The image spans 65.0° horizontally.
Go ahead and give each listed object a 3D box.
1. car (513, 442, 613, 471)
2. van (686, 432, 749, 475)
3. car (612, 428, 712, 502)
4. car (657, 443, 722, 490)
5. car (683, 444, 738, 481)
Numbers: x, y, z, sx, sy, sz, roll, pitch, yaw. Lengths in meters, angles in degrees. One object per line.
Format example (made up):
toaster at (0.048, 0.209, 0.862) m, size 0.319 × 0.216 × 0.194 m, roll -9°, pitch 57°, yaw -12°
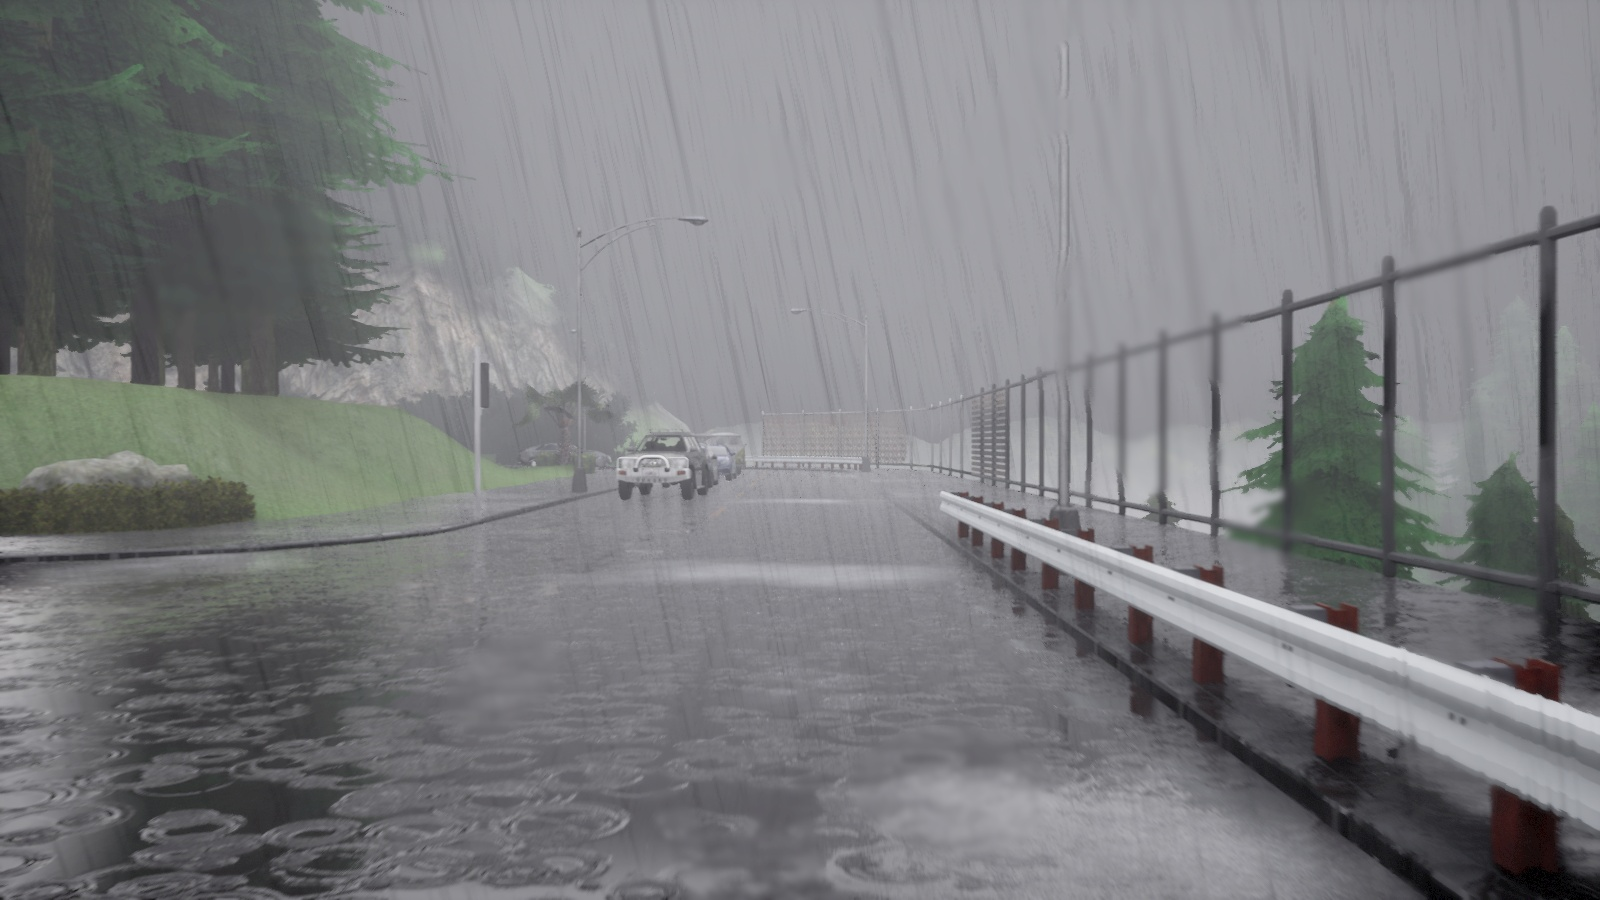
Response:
car at (-12.517, 0.312, 66.622) m, size 4.902 × 1.511 × 2.128 m, roll 0°, pitch 0°, yaw 1°
van at (-4.037, 0.150, 60.607) m, size 1.775 × 1.987 × 4.442 m, roll 0°, pitch 0°, yaw -21°
car at (-3.641, 0.366, 33.930) m, size 1.932 × 1.855 × 4.605 m, roll 0°, pitch 0°, yaw 3°
car at (-3.676, 0.516, 42.166) m, size 1.845 × 1.501 × 3.633 m, roll 0°, pitch 0°, yaw 0°
car at (-3.589, 0.478, 51.033) m, size 1.812 × 1.442 × 4.674 m, roll 0°, pitch 0°, yaw 1°
